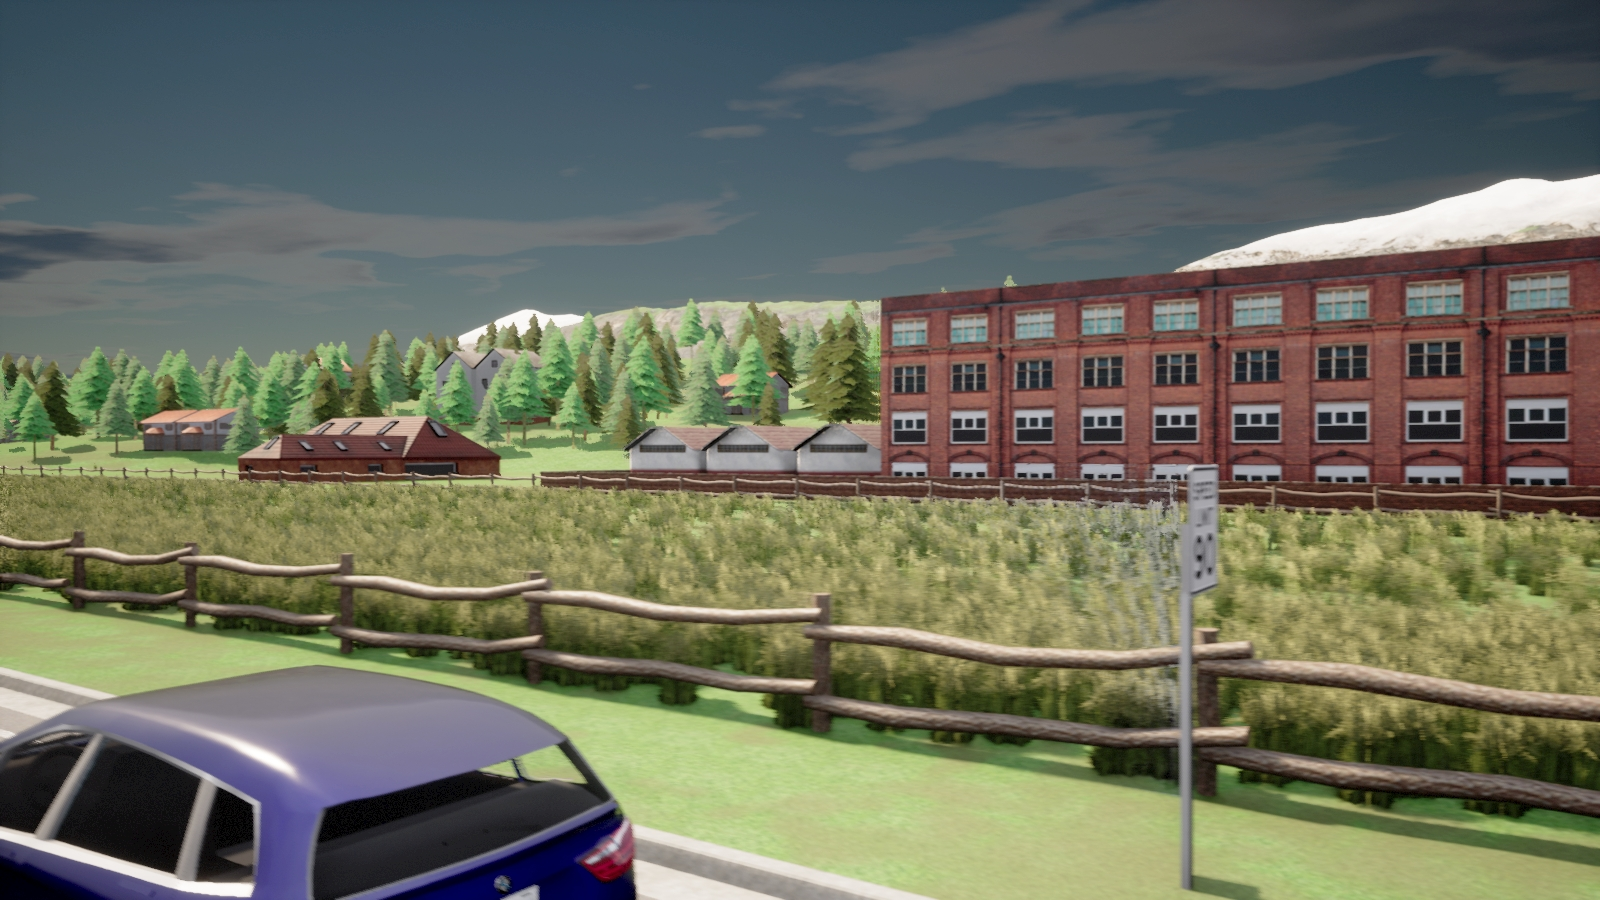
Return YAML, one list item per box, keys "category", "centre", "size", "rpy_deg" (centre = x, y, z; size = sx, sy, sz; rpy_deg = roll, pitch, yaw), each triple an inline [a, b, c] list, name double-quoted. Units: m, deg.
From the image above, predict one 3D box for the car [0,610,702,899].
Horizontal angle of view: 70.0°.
- category: "car"
  centre: [-3.007, 1.970, 5.869]
  size: [4.611, 1.667, 2.242]
  rpy_deg: [0, 0, 34]
